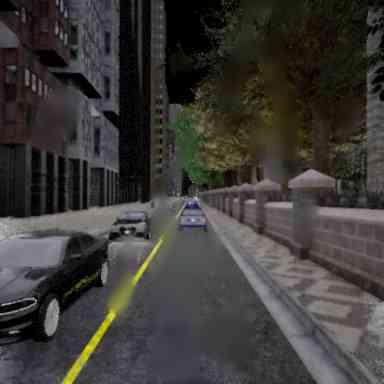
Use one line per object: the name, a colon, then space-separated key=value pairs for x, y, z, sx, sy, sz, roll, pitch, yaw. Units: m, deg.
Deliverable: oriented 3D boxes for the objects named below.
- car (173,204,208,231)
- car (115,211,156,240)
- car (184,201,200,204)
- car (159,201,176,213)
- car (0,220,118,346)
car: x=0.074 y=1.769 z=22.319 sx=2.033 sy=1.411 sz=5.357 roll=0 pitch=0 yaw=0
car: x=-3.113 y=1.751 z=18.065 sx=1.994 sy=1.385 sz=4.181 roll=0 pitch=-1 yaw=0
car: x=0.031 y=1.868 z=43.361 sx=1.882 sy=1.535 sz=5.008 roll=0 pitch=0 yaw=0
car: x=-3.072 y=1.896 z=42.491 sx=1.837 sy=1.490 sz=4.892 roll=0 pitch=-1 yaw=0
car: x=-3.105 y=1.554 z=6.838 sx=1.882 sy=1.535 sz=5.008 roll=0 pitch=-1 yaw=0
